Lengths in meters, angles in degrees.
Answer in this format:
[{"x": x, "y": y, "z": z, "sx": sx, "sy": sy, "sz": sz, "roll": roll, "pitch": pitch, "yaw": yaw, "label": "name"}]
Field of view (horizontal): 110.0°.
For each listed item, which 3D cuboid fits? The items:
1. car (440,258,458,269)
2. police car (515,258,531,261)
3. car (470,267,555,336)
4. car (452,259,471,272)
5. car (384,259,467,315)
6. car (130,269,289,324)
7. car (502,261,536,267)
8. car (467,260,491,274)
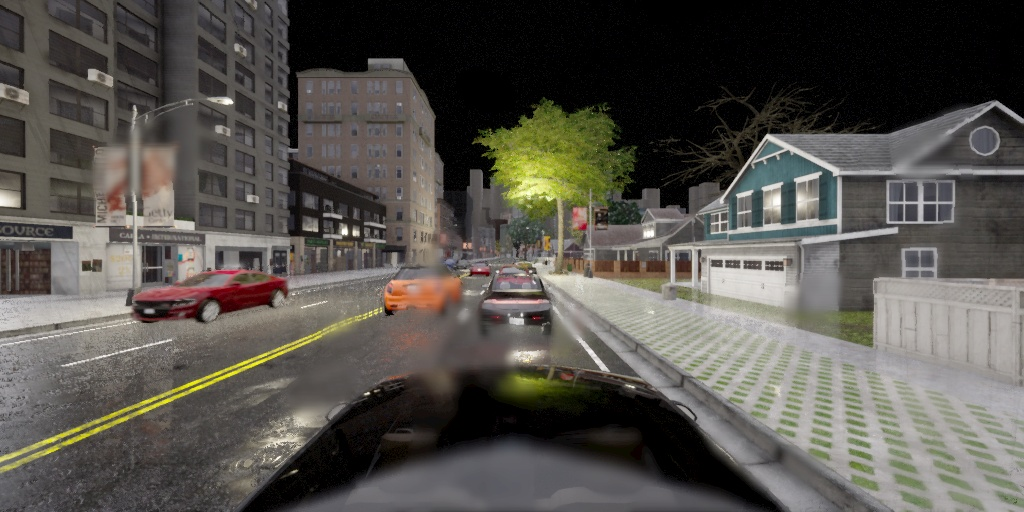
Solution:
[{"x": -9.788, "y": 1.172, "z": 55.767, "sx": 1.882, "sy": 1.535, "sz": 5.008, "roll": 0, "pitch": 0, "yaw": 0, "label": "car"}, {"x": 1.005, "y": 1.155, "z": 29.608, "sx": 1.930, "sy": 1.638, "sz": 5.238, "roll": 0, "pitch": 0, "yaw": 0, "label": "police car"}, {"x": 0.112, "y": 1.239, "z": 10.375, "sx": 2.128, "sy": 1.511, "sz": 4.902, "roll": 0, "pitch": 0, "yaw": 0, "label": "car"}, {"x": -6.552, "y": 1.212, "z": 47.234, "sx": 1.837, "sy": 1.490, "sz": 4.892, "roll": 0, "pitch": 0, "yaw": 0, "label": "car"}, {"x": -3.136, "y": 1.098, "z": 13.596, "sx": 2.097, "sy": 1.767, "sz": 4.553, "roll": 0, "pitch": 0, "yaw": 0, "label": "car"}, {"x": -9.838, "y": 1.224, "z": 12.228, "sx": 1.882, "sy": 1.535, "sz": 5.008, "roll": 0, "pitch": 0, "yaw": 0, "label": "car"}, {"x": 0.120, "y": 1.219, "z": 19.879, "sx": 1.882, "sy": 1.535, "sz": 5.008, "roll": 0, "pitch": 0, "yaw": 0, "label": "car"}, {"x": -3.114, "y": 1.284, "z": 36.315, "sx": 1.994, "sy": 1.385, "sz": 4.181, "roll": 0, "pitch": 0, "yaw": 0, "label": "car"}]
